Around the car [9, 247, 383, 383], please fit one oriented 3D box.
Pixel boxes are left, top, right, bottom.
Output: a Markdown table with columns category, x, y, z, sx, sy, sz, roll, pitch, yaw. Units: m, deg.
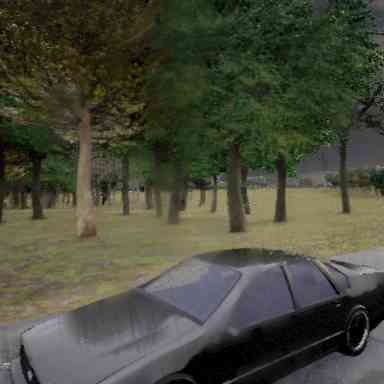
| category | x | y | z | sx | sy | sz | roll | pitch | yaw |
| --- | --- | --- | --- | --- | --- | --- | --- | --- | --- |
| car | 0.661 | 1.535 | 4.462 | 5.357 | 1.411 | 2.033 | 0 | 0 | -36 |
